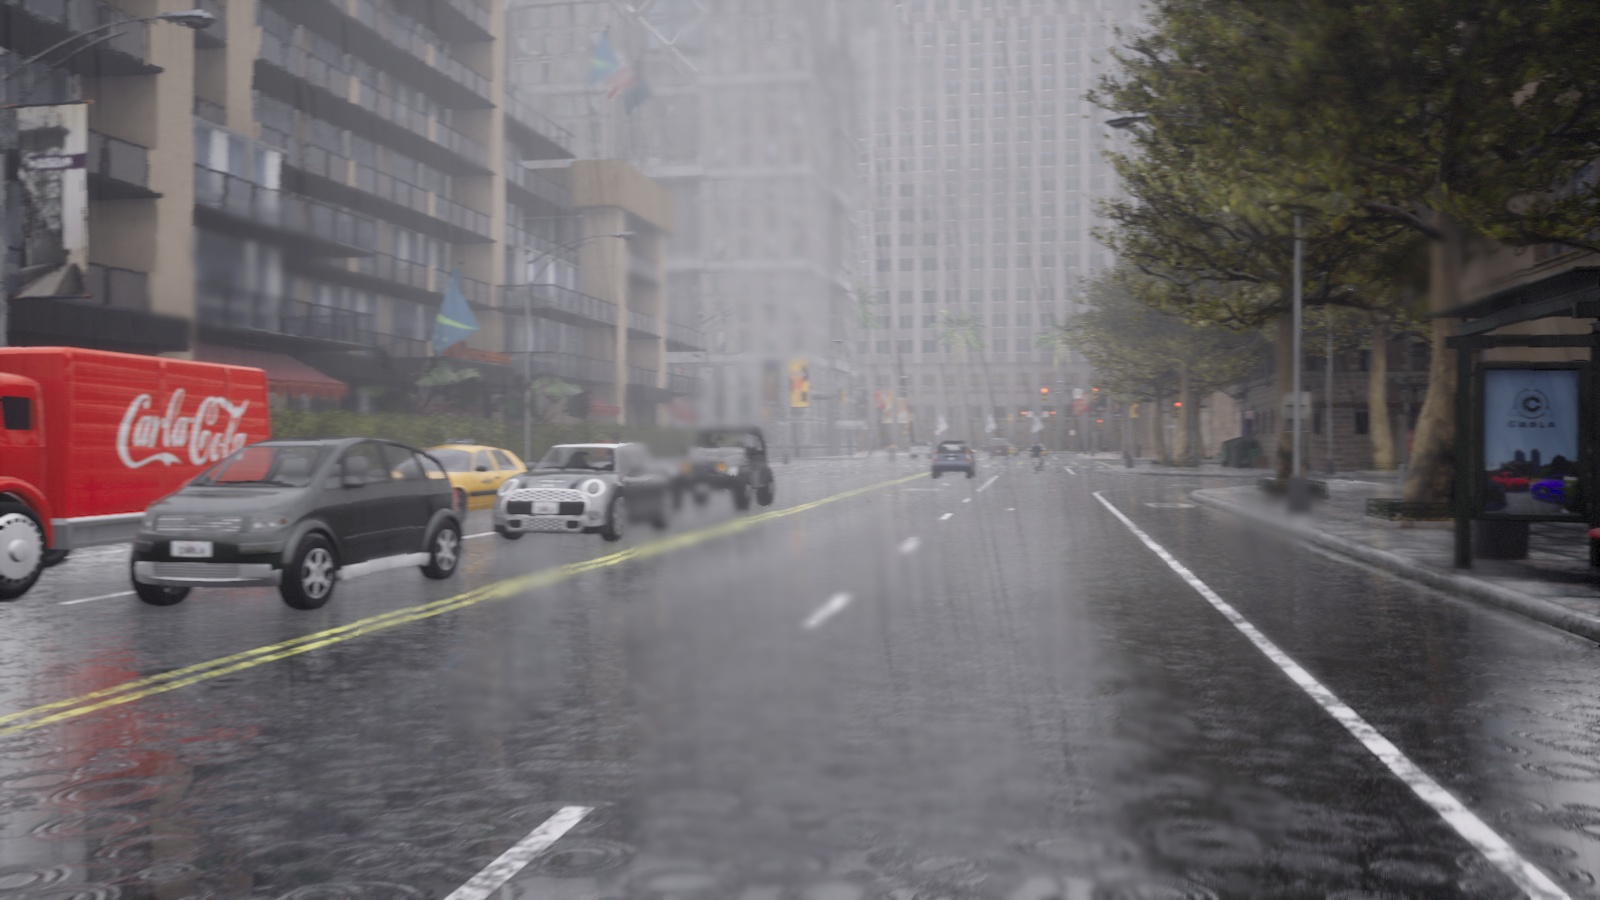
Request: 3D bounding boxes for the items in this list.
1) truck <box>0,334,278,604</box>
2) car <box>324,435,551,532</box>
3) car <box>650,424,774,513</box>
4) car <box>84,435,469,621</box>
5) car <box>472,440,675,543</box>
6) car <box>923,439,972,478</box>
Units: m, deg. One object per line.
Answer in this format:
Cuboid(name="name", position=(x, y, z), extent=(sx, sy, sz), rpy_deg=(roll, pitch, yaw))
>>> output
Cuboid(name="truck", position=(-8.294, 0.159, 13.403), extent=(2.627, 2.467, 5.204), rpy_deg=(0, 0, 10))
Cuboid(name="car", position=(-6.477, 0.536, 23.209), extent=(1.801, 1.575, 5.366), rpy_deg=(0, 0, 11))
Cuboid(name="car", position=(-1.921, 0.376, 28.624), extent=(1.905, 1.878, 3.866), rpy_deg=(0, 0, 10))
Cuboid(name="car", position=(-4.925, 0.640, 12.427), extent=(1.789, 1.549, 3.705), rpy_deg=(0, 0, 10))
Cuboid(name="car", position=(-3.494, 0.589, 20.102), extent=(1.970, 1.475, 3.806), rpy_deg=(0, 0, 11))
Cuboid(name="car", position=(6.428, 0.358, 54.561), extent=(1.851, 1.617, 3.988), rpy_deg=(0, 0, 10))
